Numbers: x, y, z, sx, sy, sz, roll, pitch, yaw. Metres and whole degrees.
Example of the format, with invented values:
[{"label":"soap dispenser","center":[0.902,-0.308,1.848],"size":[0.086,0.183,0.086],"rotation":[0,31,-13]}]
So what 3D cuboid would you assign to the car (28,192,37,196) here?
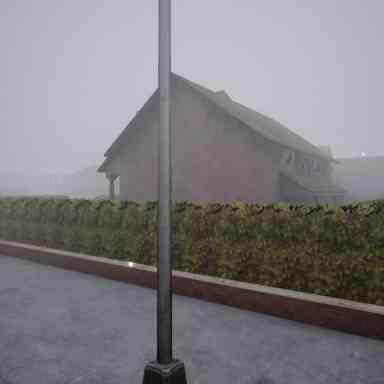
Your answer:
[{"label":"car","center":[-33.519,0.973,70.191],"size":[3.866,1.878,1.905],"rotation":[0,0,36]}]
